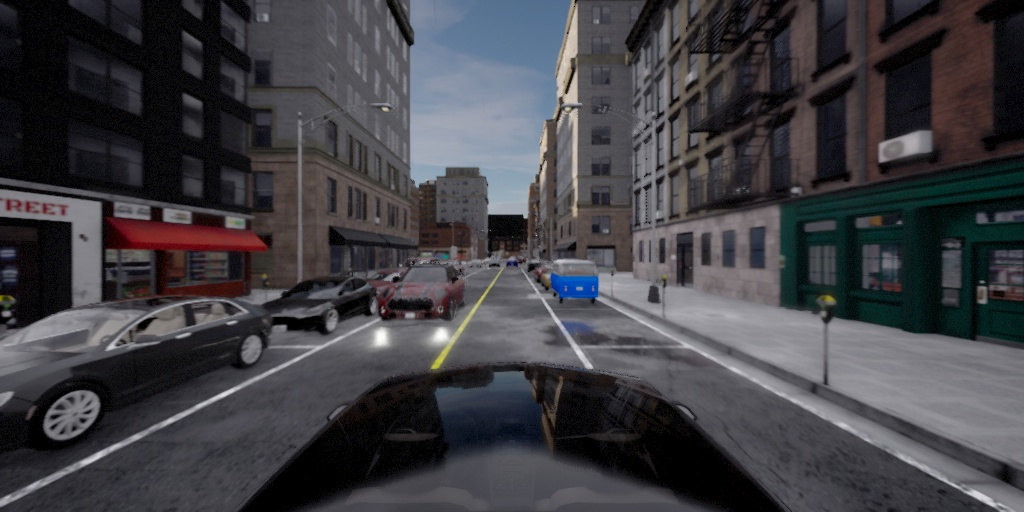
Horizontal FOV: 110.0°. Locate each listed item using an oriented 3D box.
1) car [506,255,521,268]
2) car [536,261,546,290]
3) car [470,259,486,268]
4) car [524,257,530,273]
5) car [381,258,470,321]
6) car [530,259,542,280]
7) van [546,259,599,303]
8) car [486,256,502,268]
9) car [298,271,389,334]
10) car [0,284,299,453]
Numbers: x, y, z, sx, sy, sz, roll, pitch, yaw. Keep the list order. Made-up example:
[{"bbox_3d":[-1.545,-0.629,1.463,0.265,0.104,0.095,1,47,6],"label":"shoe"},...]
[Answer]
[{"bbox_3d":[0.020,1.046,56.654,1.882,1.535,5.008,0,0,0],"label":"car"},{"bbox_3d":[2.642,1.209,21.471,1.751,1.417,4.829,0,0,0],"label":"car"},{"bbox_3d":[-5.375,1.128,53.758,2.007,1.370,4.403,0,0,0],"label":"car"},{"bbox_3d":[2.760,1.095,41.630,1.882,1.535,5.008,0,0,0],"label":"car"},{"bbox_3d":[-2.848,1.066,12.267,2.097,1.767,4.553,0,0,0],"label":"car"},{"bbox_3d":[2.644,1.105,26.710,1.967,1.591,4.097,0,0,0],"label":"car"},{"bbox_3d":[2.641,1.043,15.891,1.690,1.789,3.998,0,0,0],"label":"van"},{"bbox_3d":[-2.737,1.114,57.224,1.837,1.490,4.892,0,0,0],"label":"car"},{"bbox_3d":[-5.385,1.286,10.484,1.948,1.339,4.313,0,0,0],"label":"car"},{"bbox_3d":[-5.386,1.289,5.075,2.007,1.370,4.403,0,0,0],"label":"car"}]
